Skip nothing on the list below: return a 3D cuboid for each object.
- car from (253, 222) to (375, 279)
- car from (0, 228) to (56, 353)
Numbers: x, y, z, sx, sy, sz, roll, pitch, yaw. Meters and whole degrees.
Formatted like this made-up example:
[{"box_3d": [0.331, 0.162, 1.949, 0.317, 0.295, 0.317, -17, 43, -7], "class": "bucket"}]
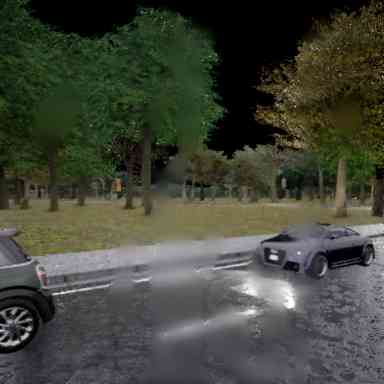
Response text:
[{"box_3d": [3.911, 1.666, 10.464, 4.181, 1.385, 1.994, 1, 0, -36], "class": "car"}, {"box_3d": [-4.402, 1.341, 4.535, 4.553, 1.767, 2.097, 1, 0, -35], "class": "car"}]
